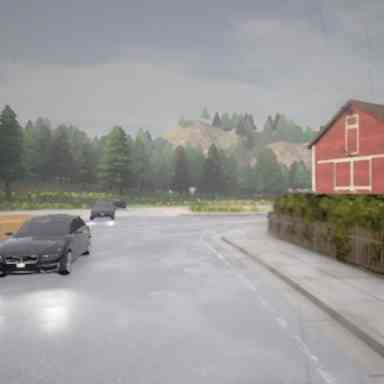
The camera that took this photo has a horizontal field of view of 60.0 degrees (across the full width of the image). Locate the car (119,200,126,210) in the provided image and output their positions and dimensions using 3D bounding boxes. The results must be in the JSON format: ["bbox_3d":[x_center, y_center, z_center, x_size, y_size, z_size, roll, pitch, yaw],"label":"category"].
[{"bbox_3d":[-10.899,1.571,43.252,5.008,1.535,1.882,-1,-2,28],"label":"car"}]

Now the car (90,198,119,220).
[{"bbox_3d":[-7.385,1.499,27.976,1.837,1.490,4.892,0,0,-11],"label":"car"}]

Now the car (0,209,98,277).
[{"bbox_3d":[-4.390,1.508,10.399,1.837,1.490,4.892,0,0,-7],"label":"car"}]
